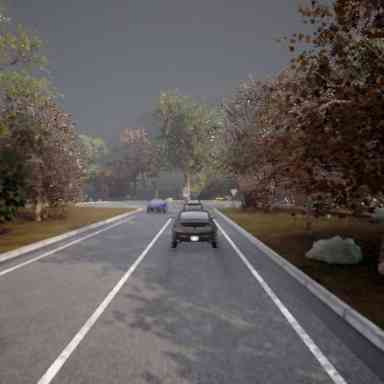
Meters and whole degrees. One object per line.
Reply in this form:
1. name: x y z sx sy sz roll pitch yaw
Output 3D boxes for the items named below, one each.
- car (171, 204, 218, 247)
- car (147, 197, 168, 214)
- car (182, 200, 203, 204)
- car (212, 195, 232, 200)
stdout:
1. car: 0.098 1.505 15.033 1.837 1.490 4.892 0 0 0
2. car: -3.554 1.477 34.889 1.882 1.535 5.008 0 0 0
3. car: 0.095 1.490 32.413 2.128 1.511 4.902 0 0 0
4. car: 6.847 1.290 76.078 5.008 1.535 1.882 0 0 31
